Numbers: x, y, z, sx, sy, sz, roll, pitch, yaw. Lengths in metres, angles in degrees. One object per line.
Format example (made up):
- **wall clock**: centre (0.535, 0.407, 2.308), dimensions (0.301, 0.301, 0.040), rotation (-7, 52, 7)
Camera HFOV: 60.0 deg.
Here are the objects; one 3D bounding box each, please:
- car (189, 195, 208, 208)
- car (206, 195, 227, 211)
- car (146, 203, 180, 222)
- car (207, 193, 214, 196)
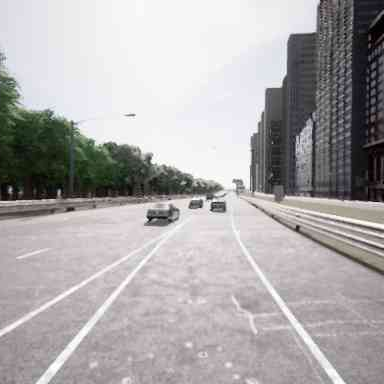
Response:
- **car**: centre (0.712, 1.549, 50.054), dimensions (2.128, 1.511, 4.902), rotation (1, 0, 7)
- **car**: centre (3.437, 1.567, 42.877), dimensions (2.128, 1.511, 4.902), rotation (0, 0, 7)
- **car**: centre (-2.196, 1.553, 26.228), dimensions (2.033, 1.411, 5.357), rotation (1, 0, 7)
- **car**: centre (4.575, 1.373, 82.404), dimensions (2.150, 2.045, 5.566), rotation (1, 0, 7)
